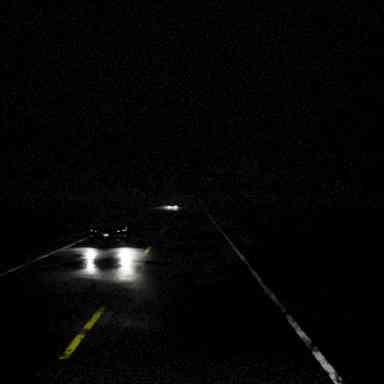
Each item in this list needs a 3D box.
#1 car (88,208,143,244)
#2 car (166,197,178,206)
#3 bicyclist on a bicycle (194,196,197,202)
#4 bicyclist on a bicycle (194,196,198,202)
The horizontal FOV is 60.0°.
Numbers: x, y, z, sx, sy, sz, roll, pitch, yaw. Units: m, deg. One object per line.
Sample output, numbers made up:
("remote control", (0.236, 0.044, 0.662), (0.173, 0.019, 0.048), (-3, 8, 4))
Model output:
("car", (-3.602, 1.567, 16.374), (1.837, 1.490, 4.892), (0, 0, 0))
("car", (-3.543, 1.729, 60.047), (2.128, 1.511, 4.902), (0, 0, 1))
("bicyclist on a bicycle", (0.952, 1.786, 86.864), (0.866, 1.612, 1.509), (0, 0, 0))
("bicyclist on a bicycle", (0.952, 1.748, 77.864), (0.866, 1.612, 1.509), (0, 0, 0))
